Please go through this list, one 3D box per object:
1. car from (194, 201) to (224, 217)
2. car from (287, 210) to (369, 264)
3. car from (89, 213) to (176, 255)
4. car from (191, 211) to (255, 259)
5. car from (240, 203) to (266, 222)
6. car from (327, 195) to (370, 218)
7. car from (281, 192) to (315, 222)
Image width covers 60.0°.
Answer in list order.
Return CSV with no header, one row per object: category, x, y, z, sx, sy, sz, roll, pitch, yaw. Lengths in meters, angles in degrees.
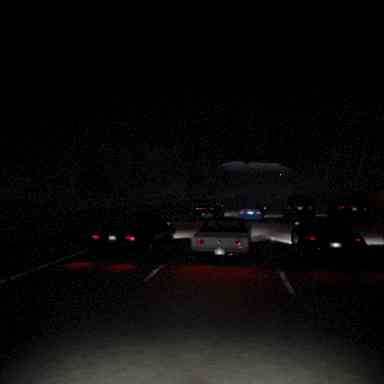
car,1.480,1.493,27.659,2.128,1.511,4.902,0,0,15
car,4.741,1.570,11.995,1.994,1.385,4.181,0,0,11
car,-2.119,1.561,13.388,2.033,1.411,5.357,0,0,11
car,1.317,1.614,12.721,1.895,1.301,4.718,0,0,11
car,4.868,1.561,26.781,2.033,1.411,5.357,0,0,15
car,11.651,1.256,25.052,2.150,2.045,5.566,0,0,15
car,8.263,1.256,25.931,2.150,2.045,5.566,0,0,15
